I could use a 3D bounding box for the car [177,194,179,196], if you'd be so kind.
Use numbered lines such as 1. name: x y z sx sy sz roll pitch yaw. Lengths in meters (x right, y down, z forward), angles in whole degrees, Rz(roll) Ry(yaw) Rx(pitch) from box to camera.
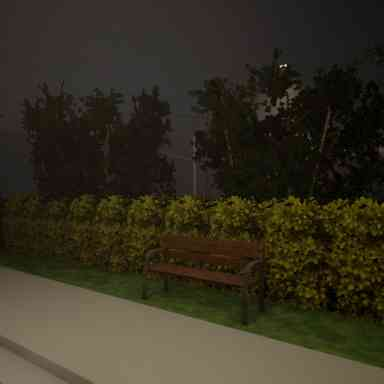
1. car: -4.357 0.805 61.785 2.097 1.767 4.553 0 2 35

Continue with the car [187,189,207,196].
1. car: 0.896 0.562 63.185 2.150 2.045 5.566 0 2 35
